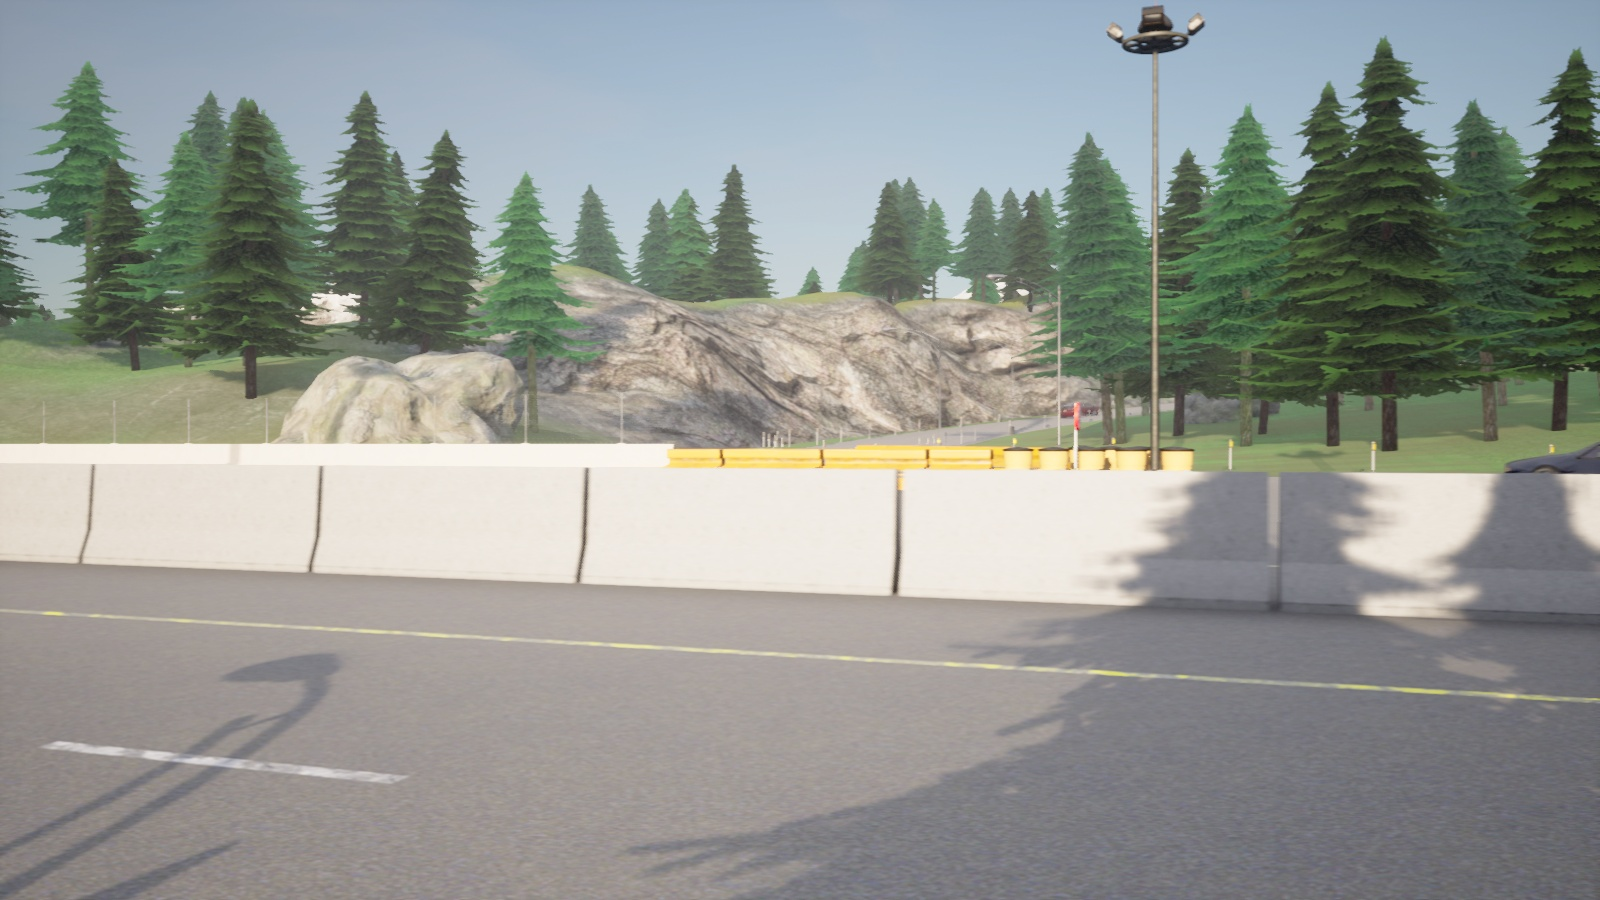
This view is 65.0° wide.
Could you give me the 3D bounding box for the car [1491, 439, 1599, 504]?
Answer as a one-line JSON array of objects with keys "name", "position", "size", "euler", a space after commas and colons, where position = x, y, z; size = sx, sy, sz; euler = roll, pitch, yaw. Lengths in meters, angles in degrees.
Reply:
[{"name": "car", "position": [18.825, 0.492, 28.286], "size": [5.357, 1.411, 2.033], "euler": [1, 1, 43]}]
